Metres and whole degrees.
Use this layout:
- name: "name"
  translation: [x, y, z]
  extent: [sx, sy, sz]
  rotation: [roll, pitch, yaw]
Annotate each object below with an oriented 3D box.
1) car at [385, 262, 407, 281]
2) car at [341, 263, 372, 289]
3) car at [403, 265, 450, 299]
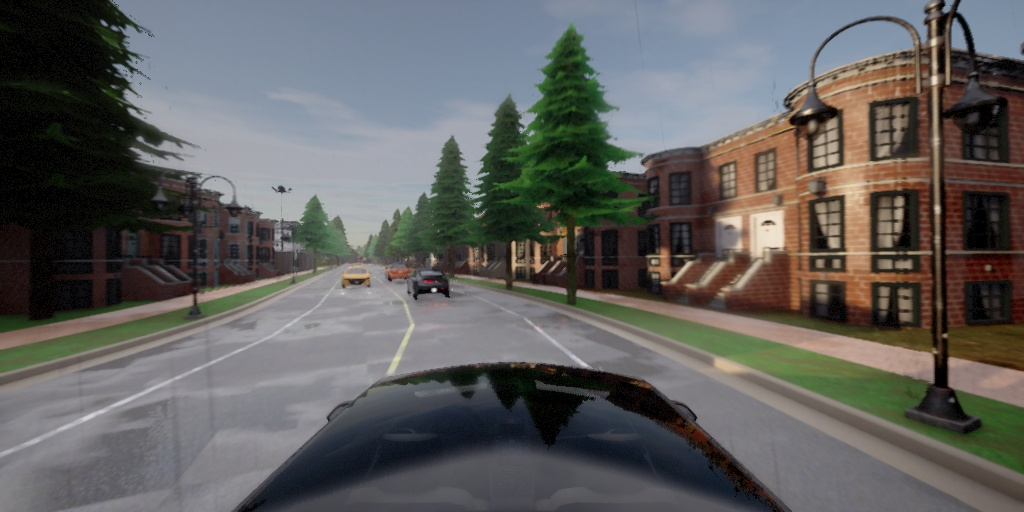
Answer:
- name: "car"
  translation: [-11.081, 1.470, 34.856]
  extent: [2.097, 1.767, 4.553]
  rotation: [0, -1, -23]
- name: "car"
  translation: [-11.537, 1.532, 26.650]
  extent: [1.882, 1.535, 5.008]
  rotation: [0, -1, -23]
- name: "car"
  translation: [-4.653, 1.443, 19.694]
  extent: [1.837, 1.490, 4.892]
  rotation: [0, -1, -21]
